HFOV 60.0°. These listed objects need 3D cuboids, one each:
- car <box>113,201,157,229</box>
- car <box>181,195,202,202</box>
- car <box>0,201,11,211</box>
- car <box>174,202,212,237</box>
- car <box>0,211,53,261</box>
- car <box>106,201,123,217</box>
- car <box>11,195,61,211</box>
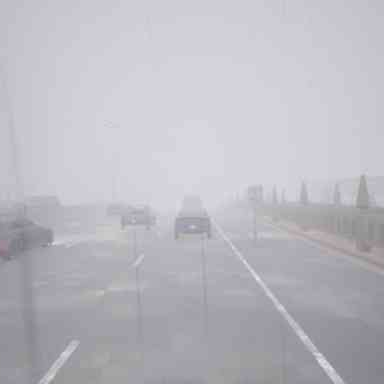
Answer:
[{"bbox_3d":[-3.469,1.580,22.144,2.128,1.511,4.902,0,0,0],"label":"car"},{"bbox_3d":[-0.022,1.380,37.973,2.150,2.045,5.566,0,-1,0],"label":"car"},{"bbox_3d":[-21.209,1.741,39.141,1.812,1.442,4.674,0,-1,0],"label":"car"},{"bbox_3d":[0.043,1.546,18.425,1.882,1.535,5.008,0,0,0],"label":"car"},{"bbox_3d":[-6.942,1.623,12.609,1.994,1.385,4.181,0,0,0],"label":"car"},{"bbox_3d":[-7.004,1.610,32.531,1.882,1.535,5.008,0,0,0],"label":"car"},{"bbox_3d":[-14.193,1.361,31.265,2.150,2.045,5.566,0,0,0],"label":"car"}]
